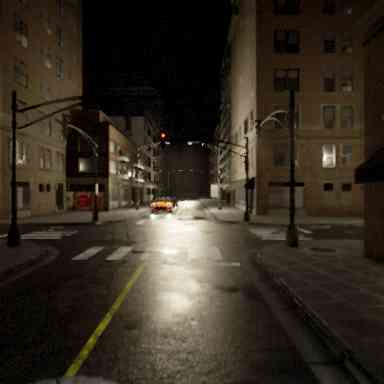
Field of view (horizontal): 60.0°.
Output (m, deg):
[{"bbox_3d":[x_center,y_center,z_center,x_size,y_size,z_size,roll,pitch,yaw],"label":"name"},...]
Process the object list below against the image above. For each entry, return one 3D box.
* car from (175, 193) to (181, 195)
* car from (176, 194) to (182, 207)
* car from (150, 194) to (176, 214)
[{"bbox_3d":[-2.999,0.988,66.589,2.097,1.767,4.553,0,0,0],"label":"car"},{"bbox_3d":[-3.070,1.488,50.456,2.033,1.411,5.357,0,0,0],"label":"car"},{"bbox_3d":[-3.091,1.316,34.826,2.097,1.767,4.553,0,0,0],"label":"car"}]
